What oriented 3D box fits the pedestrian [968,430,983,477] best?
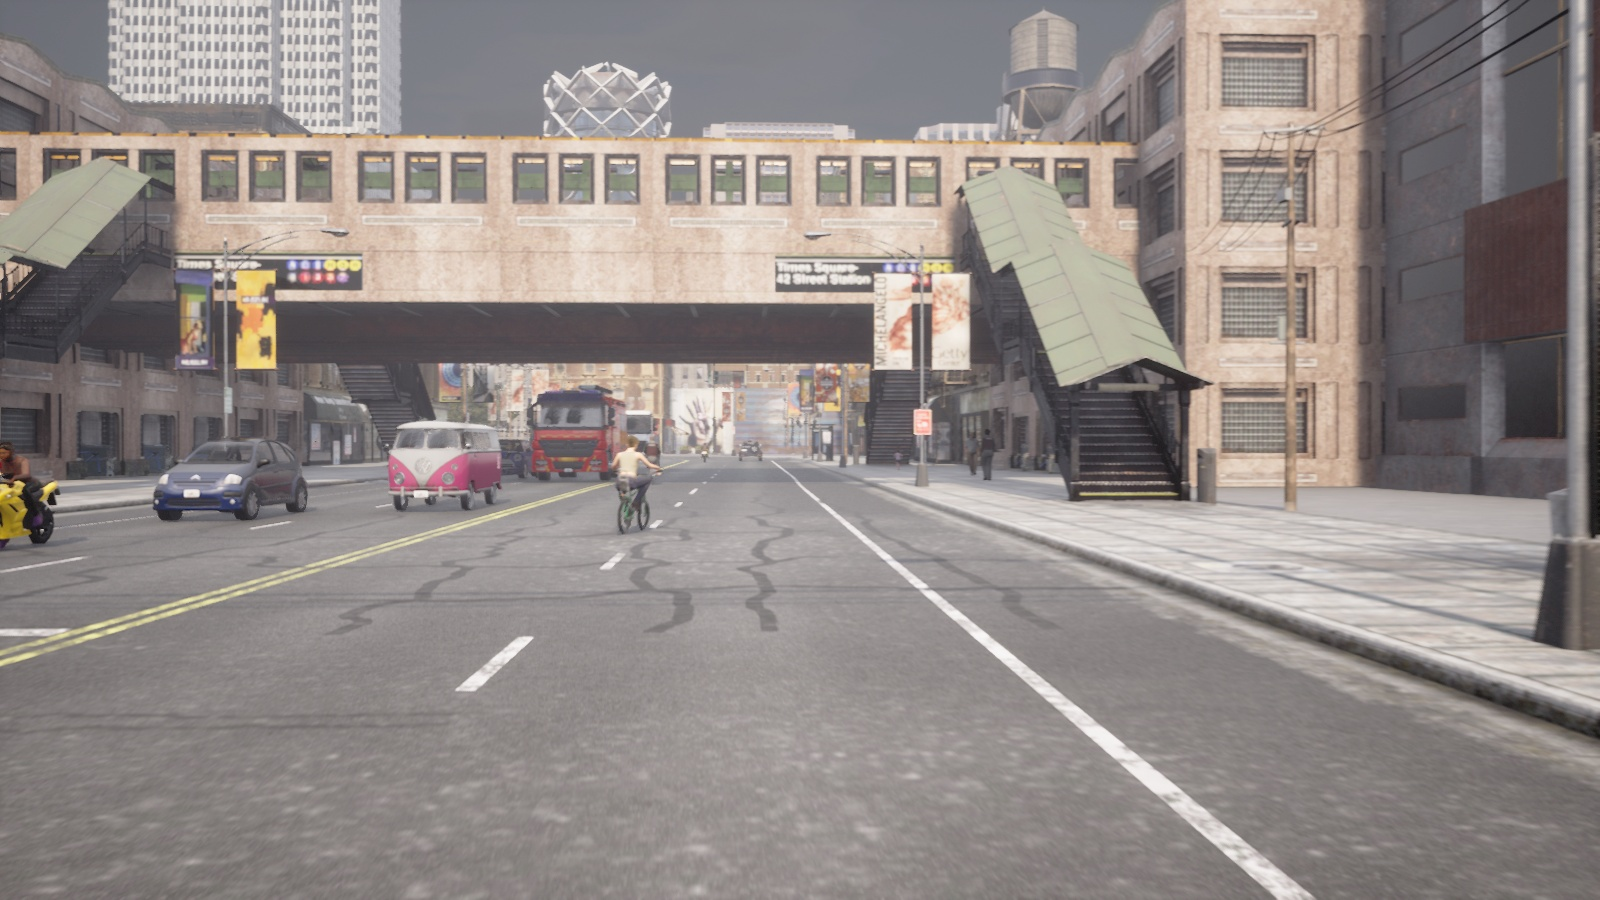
[{"bbox_3d":[7.000,0.124,50.027,0.540,1.848,0.694,0,0,4],"label":"pedestrian"}]

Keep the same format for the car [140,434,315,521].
[{"bbox_3d":[-11.469,0.498,25.471,1.851,1.617,3.988,0,0,-2],"label":"car"}]

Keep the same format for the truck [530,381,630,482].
[{"bbox_3d":[-8.891,-0.711,51.698,2.891,3.827,8.468,0,0,-2],"label":"truck"}]

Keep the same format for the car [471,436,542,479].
[{"bbox_3d":[-12.453,0.301,53.581,2.097,1.767,4.553,0,0,-2],"label":"car"}]

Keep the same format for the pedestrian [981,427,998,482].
[{"bbox_3d":[6.649,0.157,44.050,0.402,1.930,0.666,0,0,-12],"label":"pedestrian"}]

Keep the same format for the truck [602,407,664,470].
[{"bbox_3d":[-9.733,-0.653,73.803,2.891,3.462,7.936,0,0,-2],"label":"truck"}]

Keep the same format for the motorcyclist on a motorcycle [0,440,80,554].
[{"bbox_3d":[-11.108,0.626,17.669,0.797,1.523,2.044,0,0,-1],"label":"motorcyclist on a motorcycle"}]

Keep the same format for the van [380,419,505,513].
[{"bbox_3d":[-8.100,0.335,28.866,1.775,1.987,4.442,0,0,-2],"label":"van"}]

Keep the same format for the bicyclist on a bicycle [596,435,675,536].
[{"bbox_3d":[-2.715,0.565,20.878,0.866,1.612,1.509,0,0,12],"label":"bicyclist on a bicycle"}]
